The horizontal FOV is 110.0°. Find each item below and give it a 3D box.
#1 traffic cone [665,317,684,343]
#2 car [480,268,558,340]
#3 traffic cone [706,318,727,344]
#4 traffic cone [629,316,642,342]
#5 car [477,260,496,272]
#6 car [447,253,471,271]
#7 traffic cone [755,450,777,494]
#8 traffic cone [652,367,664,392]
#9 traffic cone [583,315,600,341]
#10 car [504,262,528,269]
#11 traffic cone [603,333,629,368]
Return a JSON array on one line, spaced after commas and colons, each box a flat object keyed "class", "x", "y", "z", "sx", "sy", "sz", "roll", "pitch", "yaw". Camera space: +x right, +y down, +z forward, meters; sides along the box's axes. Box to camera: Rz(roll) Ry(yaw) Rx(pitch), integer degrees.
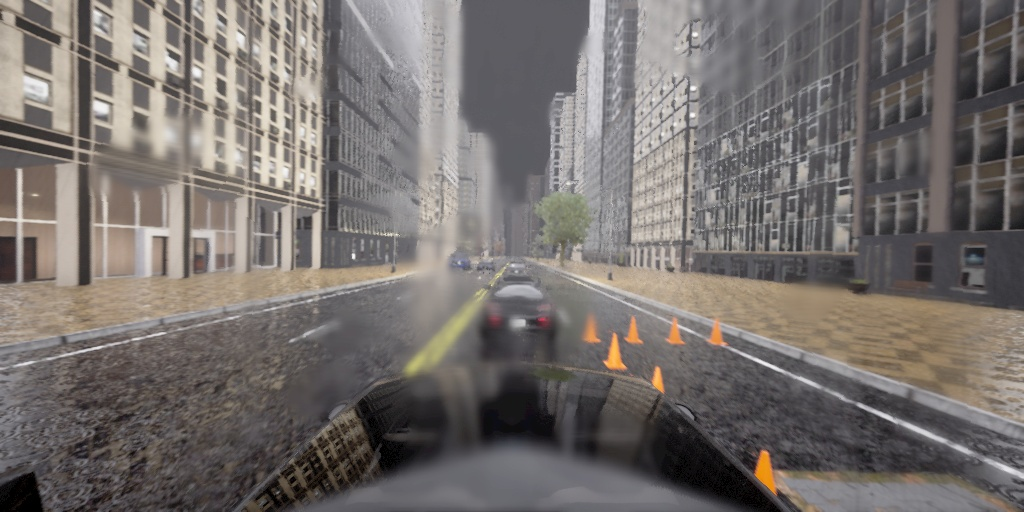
[{"class": "traffic cone", "x": 3.919, "y": 1.771, "z": 8.644, "sx": 0.340, "sy": 0.580, "sz": 0.340, "roll": 0, "pitch": 0, "yaw": 1}, {"class": "car", "x": 0.178, "y": 1.251, "z": 9.847, "sx": 1.812, "sy": 1.442, "sz": 4.674, "roll": 1, "pitch": 0, "yaw": 1}, {"class": "traffic cone", "x": 4.918, "y": 1.794, "z": 8.635, "sx": 0.340, "sy": 0.580, "sz": 0.340, "roll": 0, "pitch": 0, "yaw": 1}, {"class": "traffic cone", "x": 2.919, "y": 1.748, "z": 8.653, "sx": 0.340, "sy": 0.580, "sz": 0.340, "roll": 0, "pitch": 0, "yaw": 1}, {"class": "car", "x": -2.951, "y": 1.108, "z": 41.908, "sx": 1.994, "sy": 1.385, "sz": 4.181, "roll": 1, "pitch": 0, "yaw": 1}, {"class": "car", "x": -6.185, "y": 0.689, "z": 42.775, "sx": 2.150, "sy": 2.045, "sz": 5.566, "roll": 1, "pitch": 0, "yaw": 1}, {"class": "traffic cone", "x": 1.864, "y": 1.745, "z": 2.663, "sx": 0.340, "sy": 0.580, "sz": 0.340, "roll": 0, "pitch": 0, "yaw": 1}, {"class": "traffic cone", "x": 1.882, "y": 1.738, "z": 4.662, "sx": 0.340, "sy": 0.580, "sz": 0.340, "roll": 0, "pitch": 0, "yaw": 1}, {"class": "traffic cone", "x": 1.919, "y": 1.725, "z": 8.662, "sx": 0.340, "sy": 0.580, "sz": 0.340, "roll": 0, "pitch": 0, "yaw": 1}, {"class": "car", "x": 0.354, "y": 1.211, "z": 29.127, "sx": 2.033, "sy": 1.411, "sz": 5.357, "roll": 1, "pitch": 0, "yaw": 1}, {"class": "traffic cone", "x": 1.901, "y": 1.732, "z": 6.662, "sx": 0.340, "sy": 0.580, "sz": 0.340, "roll": 0, "pitch": 0, "yaw": 1}]
